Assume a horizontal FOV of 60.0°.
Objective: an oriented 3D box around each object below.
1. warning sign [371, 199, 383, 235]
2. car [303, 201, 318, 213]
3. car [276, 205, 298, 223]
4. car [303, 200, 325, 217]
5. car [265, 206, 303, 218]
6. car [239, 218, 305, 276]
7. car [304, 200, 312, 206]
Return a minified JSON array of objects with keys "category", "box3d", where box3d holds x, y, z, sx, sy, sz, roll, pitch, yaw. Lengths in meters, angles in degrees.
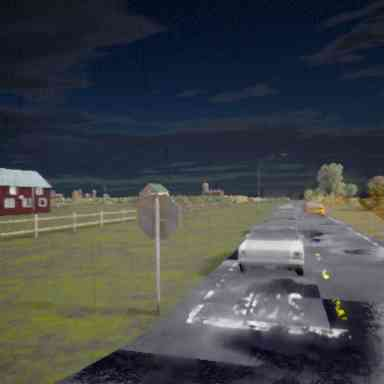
[{"category":"warning sign","box3d":[10.303,1.296,17.586,1.300,1.860,1.060,-1,-1,17]},{"category":"car","box3d":[17.475,2.185,49.095,1.882,1.535,5.008,-1,-1,17]},{"category":"car","box3d":[8.930,2.009,31.065,1.812,1.442,4.674,-1,-1,17]},{"category":"car","box3d":[14.313,2.021,38.722,1.882,1.535,5.008,-1,-1,18]},{"category":"car","box3d":[5.780,1.836,20.875,1.837,1.490,4.892,-1,-1,17]},{"category":"car","box3d":[2.804,1.789,11.242,1.895,1.301,4.718,-1,-1,17]},{"category":"car","box3d":[29.517,2.883,84.904,1.812,1.442,4.674,-1,-2,17]}]
